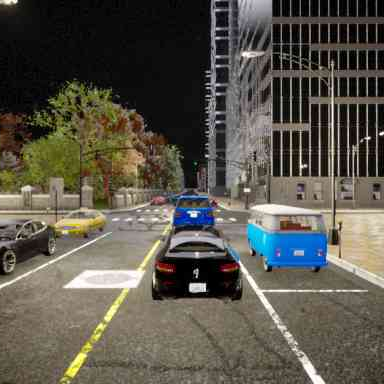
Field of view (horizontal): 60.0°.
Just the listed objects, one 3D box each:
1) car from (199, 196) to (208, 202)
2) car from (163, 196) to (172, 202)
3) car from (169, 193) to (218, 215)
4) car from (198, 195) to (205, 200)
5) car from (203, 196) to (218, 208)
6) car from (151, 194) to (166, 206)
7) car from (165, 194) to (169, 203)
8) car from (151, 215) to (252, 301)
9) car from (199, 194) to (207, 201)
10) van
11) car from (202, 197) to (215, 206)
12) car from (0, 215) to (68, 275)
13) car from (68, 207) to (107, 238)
[{"bbox_3d":[2.651,1.525,76.974,1.947,1.339,4.313,0,0,0],"label":"car"},{"bbox_3d":[-5.730,1.541,76.974,1.802,1.307,4.206,0,0,0],"label":"car"},{"bbox_3d":[0.091,1.215,18.707,2.150,2.045,5.566,0,0,0],"label":"car"},{"bbox_3d":[2.643,1.457,94.191,1.752,1.417,4.829,0,0,0],"label":"car"},{"bbox_3d":[2.667,1.418,48.569,1.967,1.590,4.097,0,0,0],"label":"car"},{"bbox_3d":[-5.718,1.520,54.243,1.887,1.381,4.507,0,0,0],"label":"car"},{"bbox_3d":[-5.721,1.523,59.926,2.008,1.369,4.403,0,0,0],"label":"car"},{"bbox_3d":[0.098,1.524,8.181,1.812,1.442,4.674,0,0,0],"label":"car"},{"bbox_3d":[2.649,1.392,82.655,1.967,1.590,4.097,0,0,0],"label":"car"},{"bbox_3d":[2.769,1.338,10.444,1.690,1.788,3.998,0,0,0],"label":"van"},{"bbox_3d":[2.663,1.541,54.250,1.947,1.339,4.313,0,0,0],"label":"car"},{"bbox_3d":[-5.775,1.563,10.438,1.947,1.339,4.313,0,0,0],"label":"car"},{"bbox_3d":[-5.827,1.519,17.672,1.752,1.417,4.829,0,0,0],"label":"car"}]
